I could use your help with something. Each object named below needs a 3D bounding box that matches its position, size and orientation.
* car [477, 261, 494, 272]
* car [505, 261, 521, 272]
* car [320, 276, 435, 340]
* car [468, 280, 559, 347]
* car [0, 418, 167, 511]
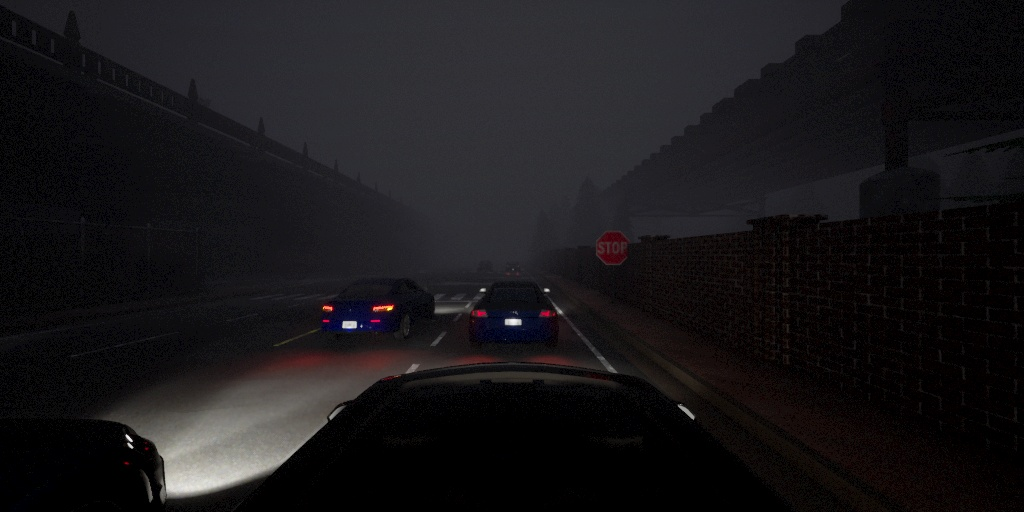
[{"bbox_3d":[-3.395,1.297,45.950,2.033,1.411,5.357,0,0,-1],"label":"car"},{"bbox_3d":[0.099,1.351,46.119,1.895,1.301,4.718,0,0,-1],"label":"car"},{"bbox_3d":[-3.413,1.276,9.825,1.812,1.442,4.674,0,0,0],"label":"car"},{"bbox_3d":[0.069,1.314,9.303,1.994,1.385,4.181,0,0,1],"label":"car"},{"bbox_3d":[-3.399,1.314,0.730,1.994,1.385,4.181,0,0,0],"label":"car"}]
